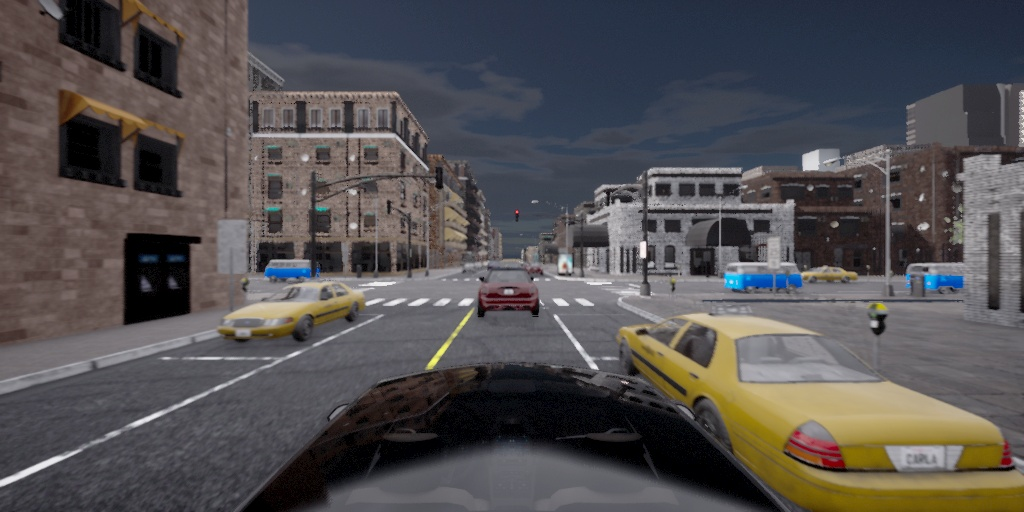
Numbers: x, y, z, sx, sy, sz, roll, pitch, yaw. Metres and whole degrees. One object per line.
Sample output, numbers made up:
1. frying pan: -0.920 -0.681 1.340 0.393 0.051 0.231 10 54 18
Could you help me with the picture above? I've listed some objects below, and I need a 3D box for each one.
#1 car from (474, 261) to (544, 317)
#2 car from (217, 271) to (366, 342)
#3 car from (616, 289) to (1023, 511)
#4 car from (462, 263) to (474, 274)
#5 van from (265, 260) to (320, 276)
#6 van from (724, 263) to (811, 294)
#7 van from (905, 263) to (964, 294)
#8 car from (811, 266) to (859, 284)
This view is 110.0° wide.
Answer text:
1. car: -0.204 1.183 13.731 2.097 1.767 4.553 0 0 -3
2. car: -5.694 1.332 10.006 1.751 1.417 4.829 0 0 0
3. car: 2.689 1.294 4.648 1.751 1.417 4.829 0 0 0
4. car: -5.709 1.631 48.326 2.007 1.370 4.403 0 0 0
5. van: -17.776 1.216 29.077 3.998 1.789 1.690 0 0 0
6. van: 14.648 1.288 20.949 3.998 1.789 1.690 0 0 0
7. van: 25.692 1.319 21.035 3.998 1.789 1.690 0 0 0
8. car: 25.474 1.500 29.414 4.829 1.417 1.751 0 0 0
